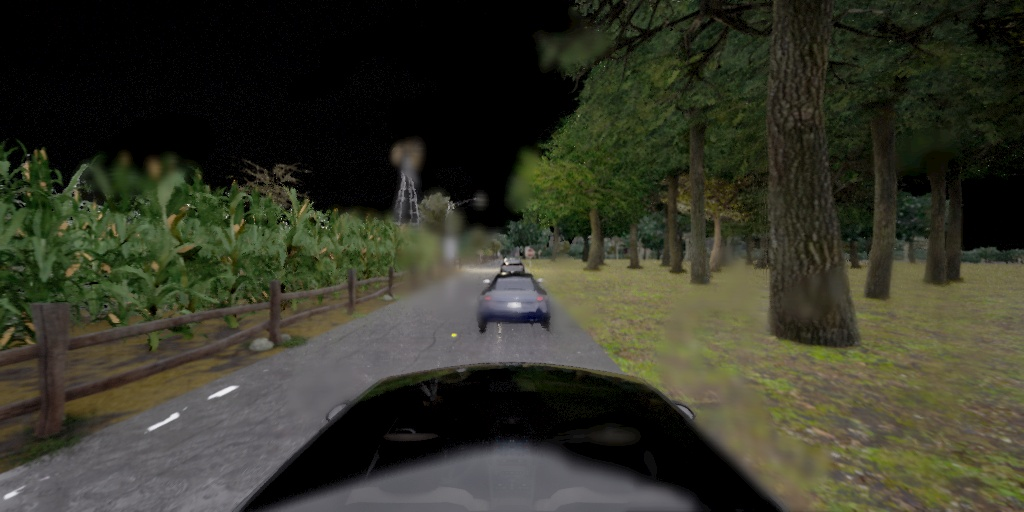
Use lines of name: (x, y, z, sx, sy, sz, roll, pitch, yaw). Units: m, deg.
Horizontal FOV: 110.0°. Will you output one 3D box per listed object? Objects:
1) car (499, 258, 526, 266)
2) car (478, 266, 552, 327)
car: (0.035, 0.921, 28.129, 2.128, 1.511, 4.902, 0, 1, 0)
car: (0.078, 1.195, 10.984, 1.994, 1.385, 4.181, 0, 1, 0)
